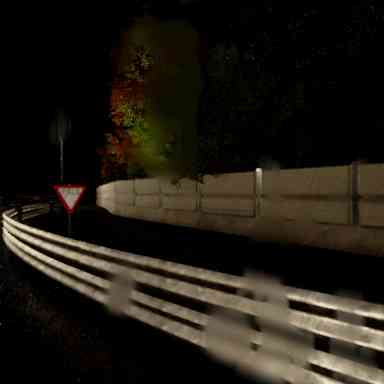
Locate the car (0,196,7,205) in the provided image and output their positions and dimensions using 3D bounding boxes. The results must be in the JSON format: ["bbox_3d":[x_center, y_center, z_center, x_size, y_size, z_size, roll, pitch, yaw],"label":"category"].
[{"bbox_3d":[-33.059,1.414,57.004,2.128,1.511,4.902,0,0,-23],"label":"car"}]
